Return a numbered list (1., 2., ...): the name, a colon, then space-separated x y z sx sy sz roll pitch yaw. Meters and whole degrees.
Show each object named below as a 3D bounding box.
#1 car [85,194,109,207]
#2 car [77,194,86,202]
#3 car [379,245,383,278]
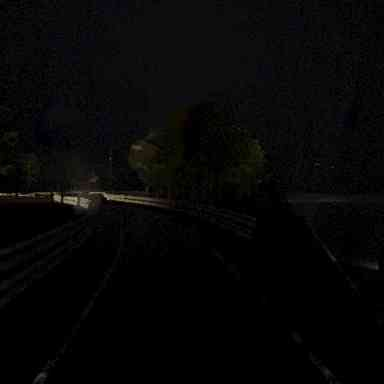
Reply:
1. car: -12.419 1.172 44.272 1.812 1.442 4.674 0 1 -31
2. car: -17.377 0.978 53.259 2.128 1.511 4.902 0 1 -24
3. car: 5.508 1.535 7.058 1.994 1.385 4.181 0 0 15
